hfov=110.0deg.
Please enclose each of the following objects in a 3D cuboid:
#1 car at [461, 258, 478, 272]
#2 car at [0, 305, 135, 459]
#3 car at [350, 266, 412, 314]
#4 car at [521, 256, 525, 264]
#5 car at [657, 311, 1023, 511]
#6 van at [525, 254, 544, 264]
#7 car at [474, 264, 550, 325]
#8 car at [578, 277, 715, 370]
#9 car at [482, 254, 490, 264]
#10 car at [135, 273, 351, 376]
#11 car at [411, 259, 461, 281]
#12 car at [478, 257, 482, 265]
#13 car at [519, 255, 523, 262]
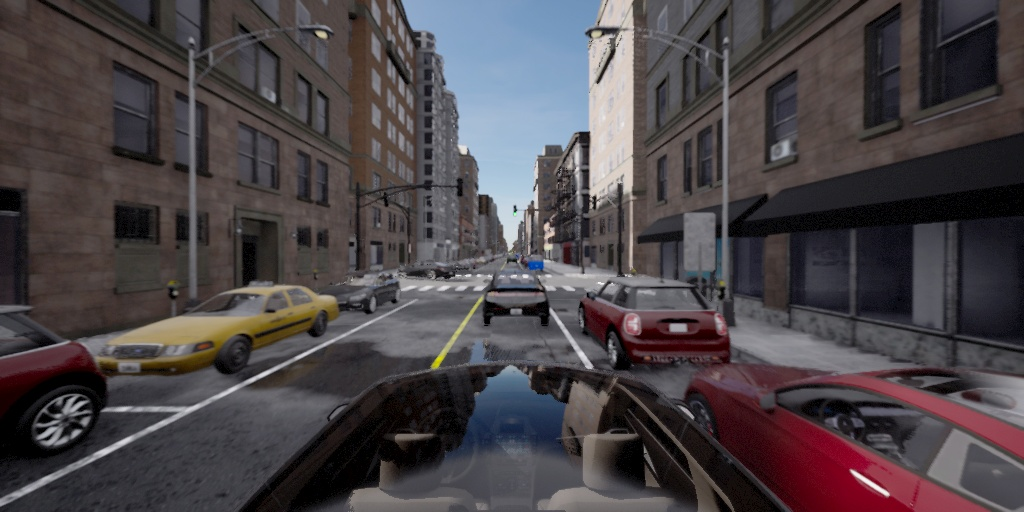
[{"bbox_3d":[-5.369,1.019,40.229,2.007,1.370,4.403,0,0,0],"label":"car"},{"bbox_3d":[-5.388,1.187,2.112,1.967,1.591,4.097,0,0,0],"label":"car"},{"bbox_3d":[-5.383,1.218,13.148,2.007,1.370,4.403,0,0,0],"label":"car"},{"bbox_3d":[2.661,0.967,51.596,1.802,1.307,4.207,0,0,0],"label":"car"},{"bbox_3d":[2.637,1.329,2.116,1.802,1.307,4.207,0,0,0],"label":"car"},{"bbox_3d":[2.656,0.809,40.234,1.690,1.789,3.998,0,0,0],"label":"van"},{"bbox_3d":[0.107,1.171,11.449,2.128,1.511,4.902,0,0,0],"label":"car"},{"bbox_3d":[2.640,1.147,7.635,1.967,1.591,4.097,0,0,0],"label":"car"},{"bbox_3d":[-5.358,0.823,62.786,1.751,1.417,4.829,0,0,0],"label":"car"},{"bbox_3d":[-5.385,1.233,7.460,1.751,1.417,4.829,0,0,0],"label":"car"},{"bbox_3d":[-6.484,1.062,27.101,4.674,1.442,1.812,1,0,28],"label":"car"},{"bbox_3d":[-5.366,0.972,45.910,1.888,1.381,4.507,0,0,0],"label":"car"},{"bbox_3d":[2.667,0.880,62.959,1.802,1.307,4.207,0,0,0],"label":"car"}]
